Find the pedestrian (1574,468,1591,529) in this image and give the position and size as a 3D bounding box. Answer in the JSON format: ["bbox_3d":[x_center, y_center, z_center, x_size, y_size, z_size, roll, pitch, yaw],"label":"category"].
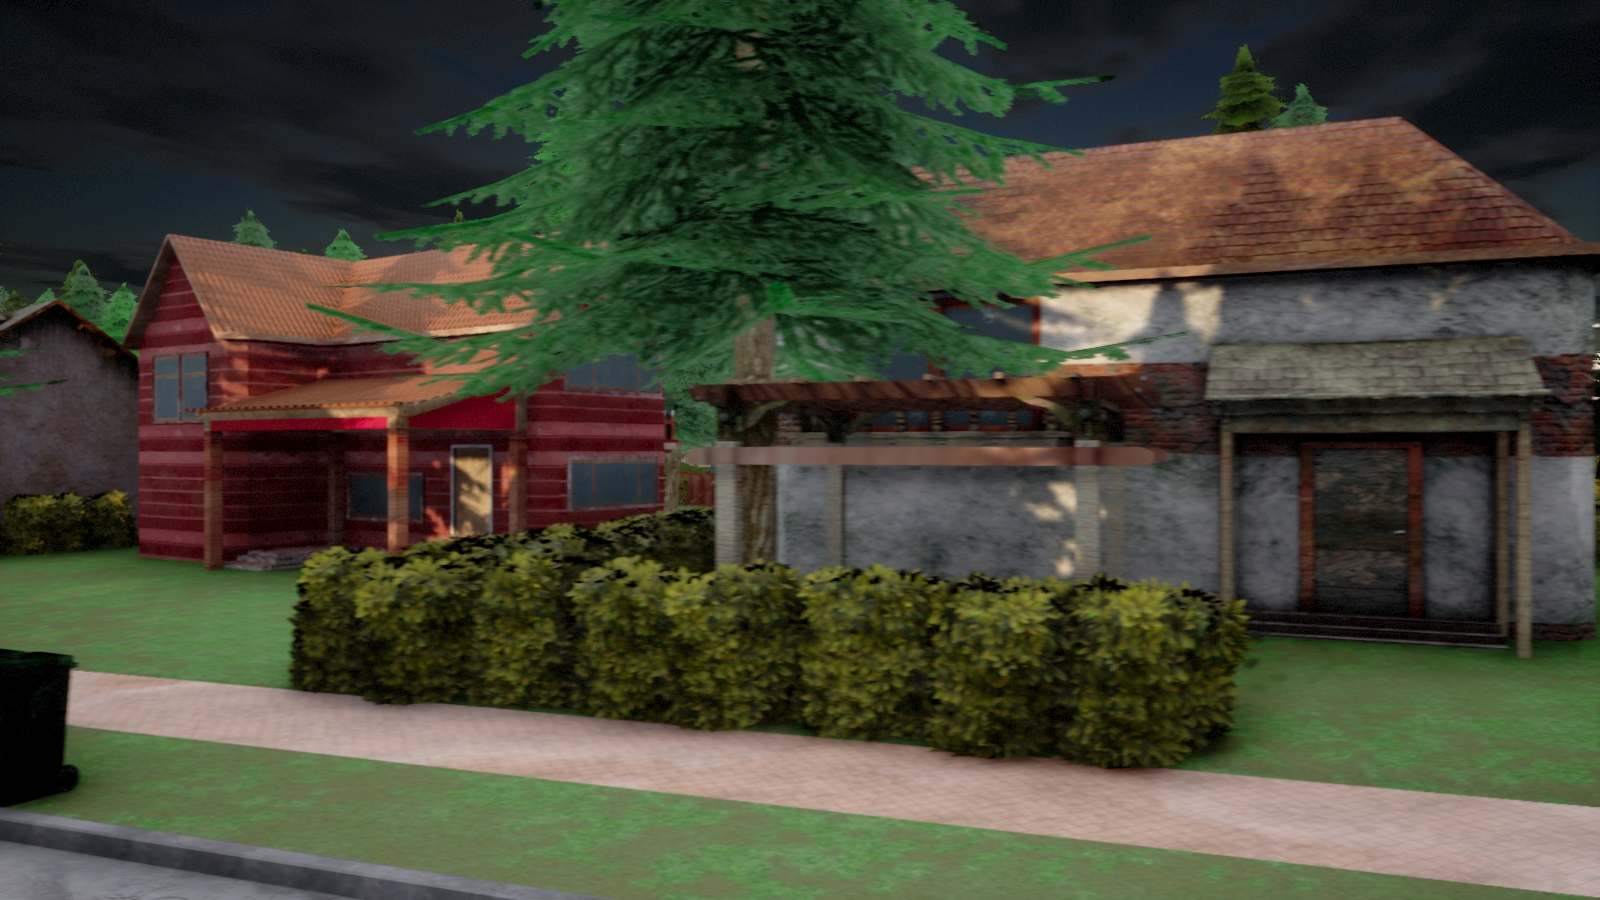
[{"bbox_3d":[24.385,1.502,35.618,0.375,1.860,0.375,0,0,22],"label":"pedestrian"}]
